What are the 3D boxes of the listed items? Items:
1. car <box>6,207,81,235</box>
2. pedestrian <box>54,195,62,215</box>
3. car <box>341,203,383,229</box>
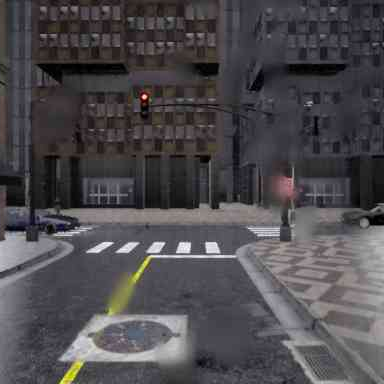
[{"bbox_3d":[-8.942,1.557,18.086,5.357,1.411,2.033,0,0,1],"label":"car"},{"bbox_3d":[-9.812,1.152,24.334,0.375,1.860,0.375,0,0,1],"label":"pedestrian"},{"bbox_3d":[12.058,1.458,21.032,5.008,1.535,1.882,0,0,1],"label":"car"}]
